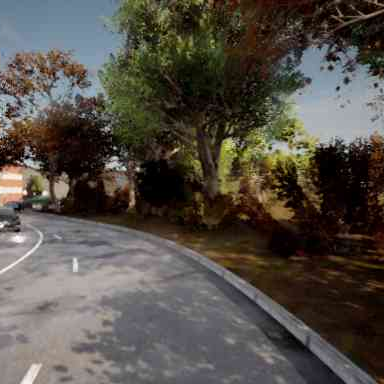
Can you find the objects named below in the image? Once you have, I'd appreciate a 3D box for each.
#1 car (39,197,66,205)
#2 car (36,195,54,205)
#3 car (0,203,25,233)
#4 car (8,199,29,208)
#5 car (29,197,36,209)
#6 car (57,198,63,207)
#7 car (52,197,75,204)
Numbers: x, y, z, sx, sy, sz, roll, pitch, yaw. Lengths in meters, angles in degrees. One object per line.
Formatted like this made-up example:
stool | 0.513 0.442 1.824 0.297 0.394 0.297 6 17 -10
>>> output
car | -30.378 1.971 72.663 5.008 1.535 2.097 0 0 1
car | -30.526 1.703 67.013 5.566 2.045 2.435 0 0 1
car | -11.157 1.569 19.313 1.837 1.490 4.892 0 -1 -33
car | -22.824 1.841 42.807 2.033 1.411 5.357 -1 0 -20
car | -26.413 1.900 51.236 1.812 1.442 4.674 0 -1 1
car | -22.939 2.004 61.943 1.895 1.301 4.718 0 0 1
car | -30.251 2.023 78.312 4.674 1.452 2.002 0 0 1
